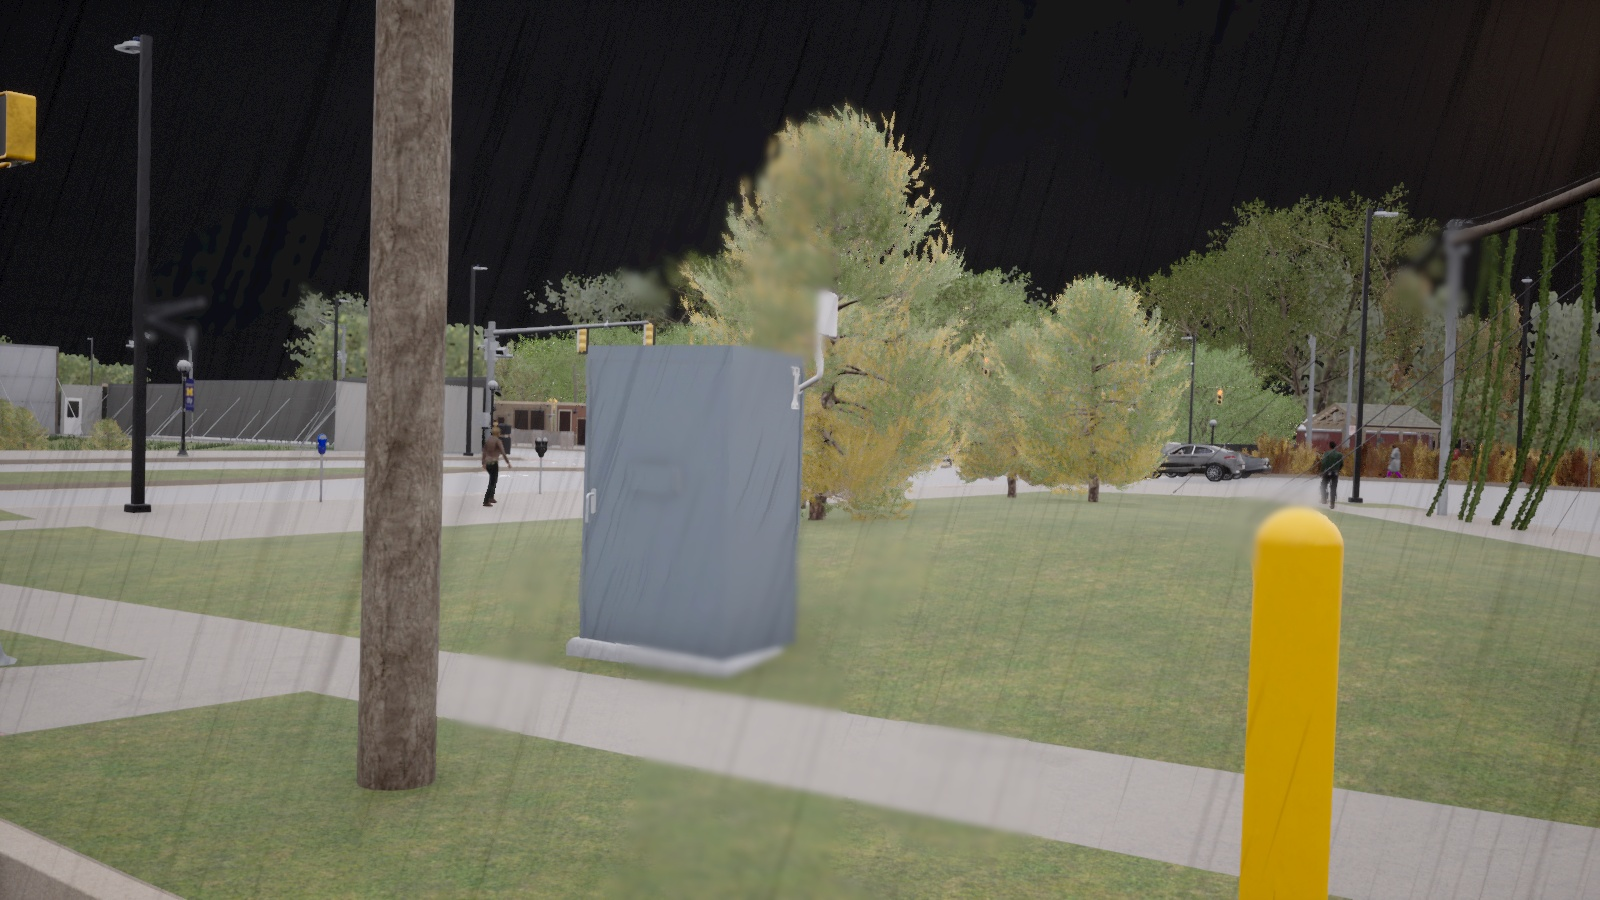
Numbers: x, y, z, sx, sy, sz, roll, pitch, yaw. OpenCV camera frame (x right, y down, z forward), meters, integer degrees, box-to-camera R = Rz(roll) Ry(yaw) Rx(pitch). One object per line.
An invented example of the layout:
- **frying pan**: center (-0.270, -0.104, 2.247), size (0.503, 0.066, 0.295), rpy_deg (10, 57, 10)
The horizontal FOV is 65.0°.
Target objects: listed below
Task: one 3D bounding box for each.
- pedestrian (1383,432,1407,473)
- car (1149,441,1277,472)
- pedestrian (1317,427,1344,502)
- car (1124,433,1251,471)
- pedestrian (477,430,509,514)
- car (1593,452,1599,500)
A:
- **pedestrian**: center (28.796, 0.106, 60.795), size (0.873, 1.952, 0.659), rpy_deg (2, 2, 40)
- **car**: center (19.500, 0.291, 59.384), size (5.357, 1.411, 2.033), rpy_deg (0, 1, 34)
- **pedestrian**: center (14.174, 0.374, 33.539), size (0.423, 1.949, 0.788), rpy_deg (1, 2, 8)
- **car**: center (17.392, 0.082, 56.400), size (5.027, 1.651, 2.152), rpy_deg (0, 1, 34)
- **pedestrian**: center (-6.902, 0.485, 28.268), size (0.331, 1.846, 0.634), rpy_deg (2, 2, 31)
- **car**: center (25.650, 0.874, 37.684), size (1.845, 1.501, 3.633), rpy_deg (1, 2, 9)
